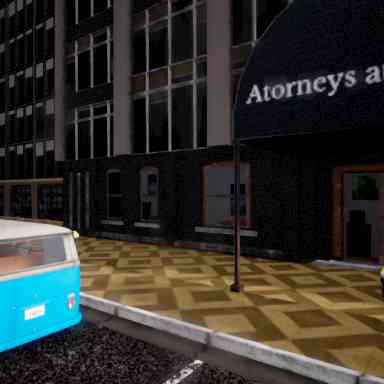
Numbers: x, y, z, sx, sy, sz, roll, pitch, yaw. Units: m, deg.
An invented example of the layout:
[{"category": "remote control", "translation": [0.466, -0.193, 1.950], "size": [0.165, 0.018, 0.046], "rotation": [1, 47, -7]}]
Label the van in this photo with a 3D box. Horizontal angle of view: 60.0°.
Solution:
[{"category": "van", "translation": [-3.561, 1.341, 5.438], "size": [3.998, 1.788, 1.690], "rotation": [0, 0, 36]}]
